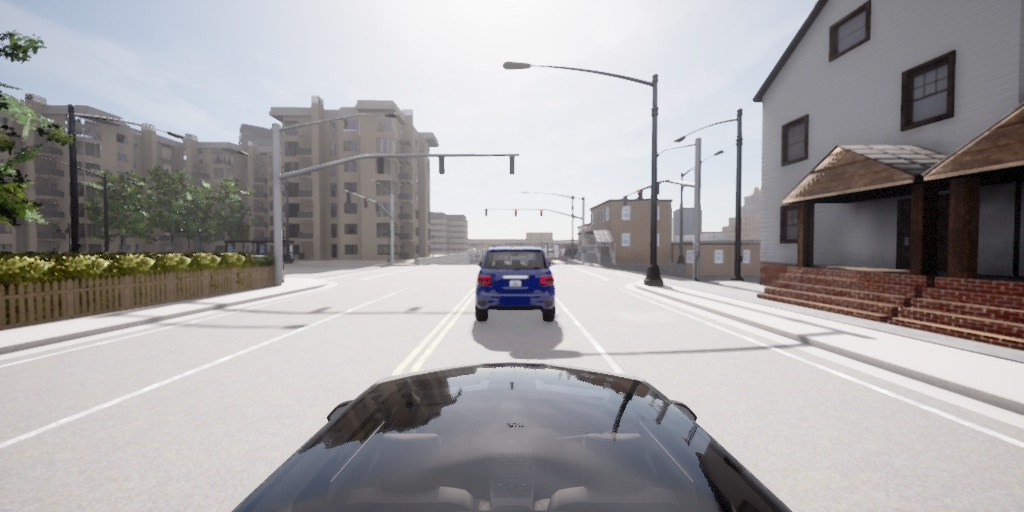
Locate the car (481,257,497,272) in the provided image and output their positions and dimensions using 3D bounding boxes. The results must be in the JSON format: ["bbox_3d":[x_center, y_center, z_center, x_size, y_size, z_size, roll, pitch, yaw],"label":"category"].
[{"bbox_3d":[-3.552,1.364,56.143,2.097,1.767,4.553,0,-9,0],"label":"car"}]

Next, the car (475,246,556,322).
[{"bbox_3d":[0.097,0.739,11.479,2.150,2.045,5.566,0,1,0],"label":"car"}]
